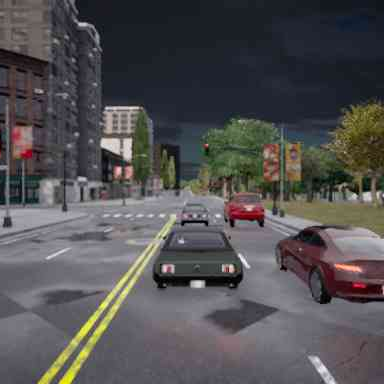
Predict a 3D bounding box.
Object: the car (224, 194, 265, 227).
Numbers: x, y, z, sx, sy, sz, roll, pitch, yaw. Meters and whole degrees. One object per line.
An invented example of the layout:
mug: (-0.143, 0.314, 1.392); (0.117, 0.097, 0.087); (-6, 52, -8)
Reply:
car: (3.429, 1.158, 22.508); (2.150, 2.045, 5.566); (0, -1, 0)

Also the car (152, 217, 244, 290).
car: (0.130, 1.579, 8.971); (1.895, 1.301, 4.718); (0, 0, 0)

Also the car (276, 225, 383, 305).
car: (3.376, 1.507, 7.922); (1.812, 1.442, 4.674); (0, 0, 0)

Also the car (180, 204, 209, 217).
car: (0.179, 1.491, 22.556); (2.033, 1.411, 5.357); (0, 0, 0)
